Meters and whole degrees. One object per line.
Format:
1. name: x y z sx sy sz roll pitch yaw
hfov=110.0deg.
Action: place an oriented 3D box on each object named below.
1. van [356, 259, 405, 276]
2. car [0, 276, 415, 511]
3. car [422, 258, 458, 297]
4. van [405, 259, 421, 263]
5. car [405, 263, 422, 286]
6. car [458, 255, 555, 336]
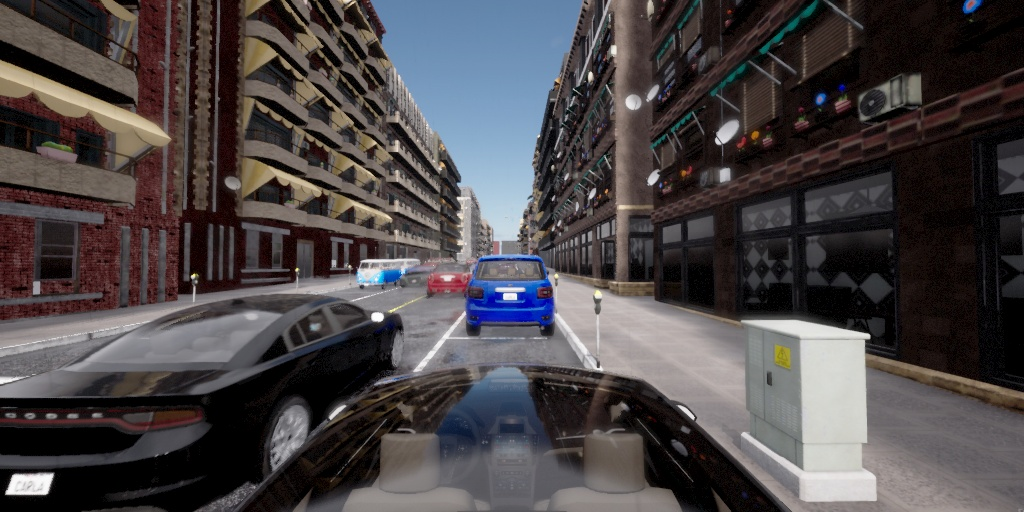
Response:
1. van: -8.336 1.108 22.602 1.690 1.789 3.998 0 0 0
2. car: -2.926 1.229 4.659 1.882 1.535 5.008 0 0 0
3. car: -3.022 1.115 18.978 2.097 1.767 4.553 0 0 0
4. van: -8.336 1.117 28.134 1.690 1.789 3.998 0 0 0
5. car: -5.869 1.332 23.477 1.994 1.385 4.181 0 0 0
6. car: -0.040 0.983 10.533 2.150 2.045 5.566 0 0 0
